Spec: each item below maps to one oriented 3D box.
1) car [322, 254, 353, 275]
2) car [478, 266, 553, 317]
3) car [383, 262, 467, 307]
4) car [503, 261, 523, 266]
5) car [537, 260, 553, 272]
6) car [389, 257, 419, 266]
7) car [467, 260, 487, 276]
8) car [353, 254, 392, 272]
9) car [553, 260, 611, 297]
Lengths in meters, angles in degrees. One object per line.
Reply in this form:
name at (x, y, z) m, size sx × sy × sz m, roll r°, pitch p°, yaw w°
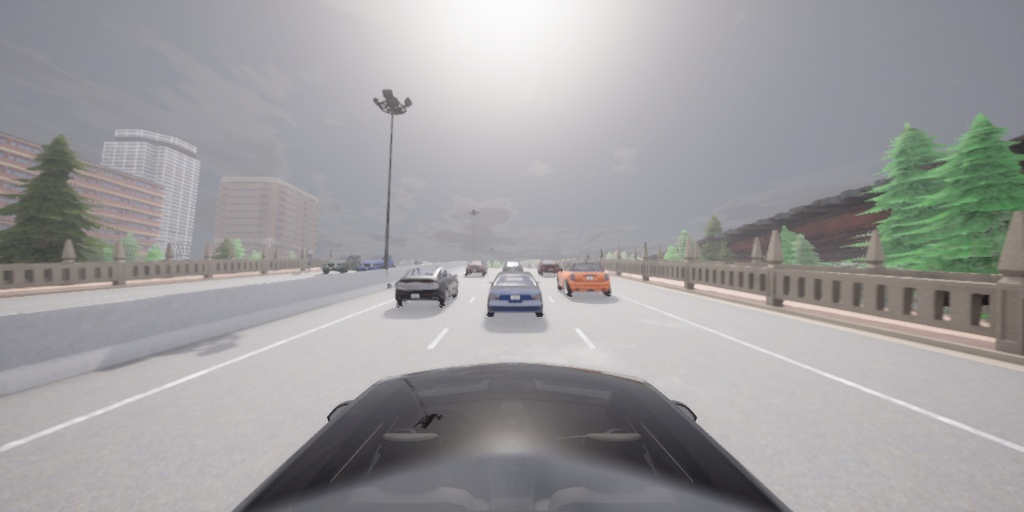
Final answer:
car at (-17.610, 0.829, 37.585) m, size 2.150 × 2.045 × 5.566 m, roll 0°, pitch 0°, yaw 0°
car at (0.095, 1.252, 12.988) m, size 2.033 × 1.411 × 5.357 m, roll 0°, pitch 0°, yaw 0°
car at (-3.407, 1.188, 15.056) m, size 2.128 × 1.511 × 4.902 m, roll 0°, pitch 0°, yaw 0°
car at (0.086, 1.182, 34.914) m, size 1.994 × 1.385 × 4.181 m, roll 0°, pitch 0°, yaw 0°
car at (3.586, 1.092, 35.783) m, size 1.882 × 1.535 × 5.008 m, roll 0°, pitch 0°, yaw 0°
car at (-10.609, 1.088, 36.860) m, size 1.882 × 1.535 × 5.008 m, roll 0°, pitch 0°, yaw 0°
car at (-3.414, 1.144, 34.933) m, size 1.812 × 1.442 × 4.674 m, roll 0°, pitch 0°, yaw 0°
car at (-14.111, 0.829, 37.605) m, size 2.150 × 2.045 × 5.566 m, roll 0°, pitch 0°, yaw 0°
car at (3.592, 1.034, 18.666) m, size 2.097 × 1.767 × 4.553 m, roll 0°, pitch 0°, yaw 0°
